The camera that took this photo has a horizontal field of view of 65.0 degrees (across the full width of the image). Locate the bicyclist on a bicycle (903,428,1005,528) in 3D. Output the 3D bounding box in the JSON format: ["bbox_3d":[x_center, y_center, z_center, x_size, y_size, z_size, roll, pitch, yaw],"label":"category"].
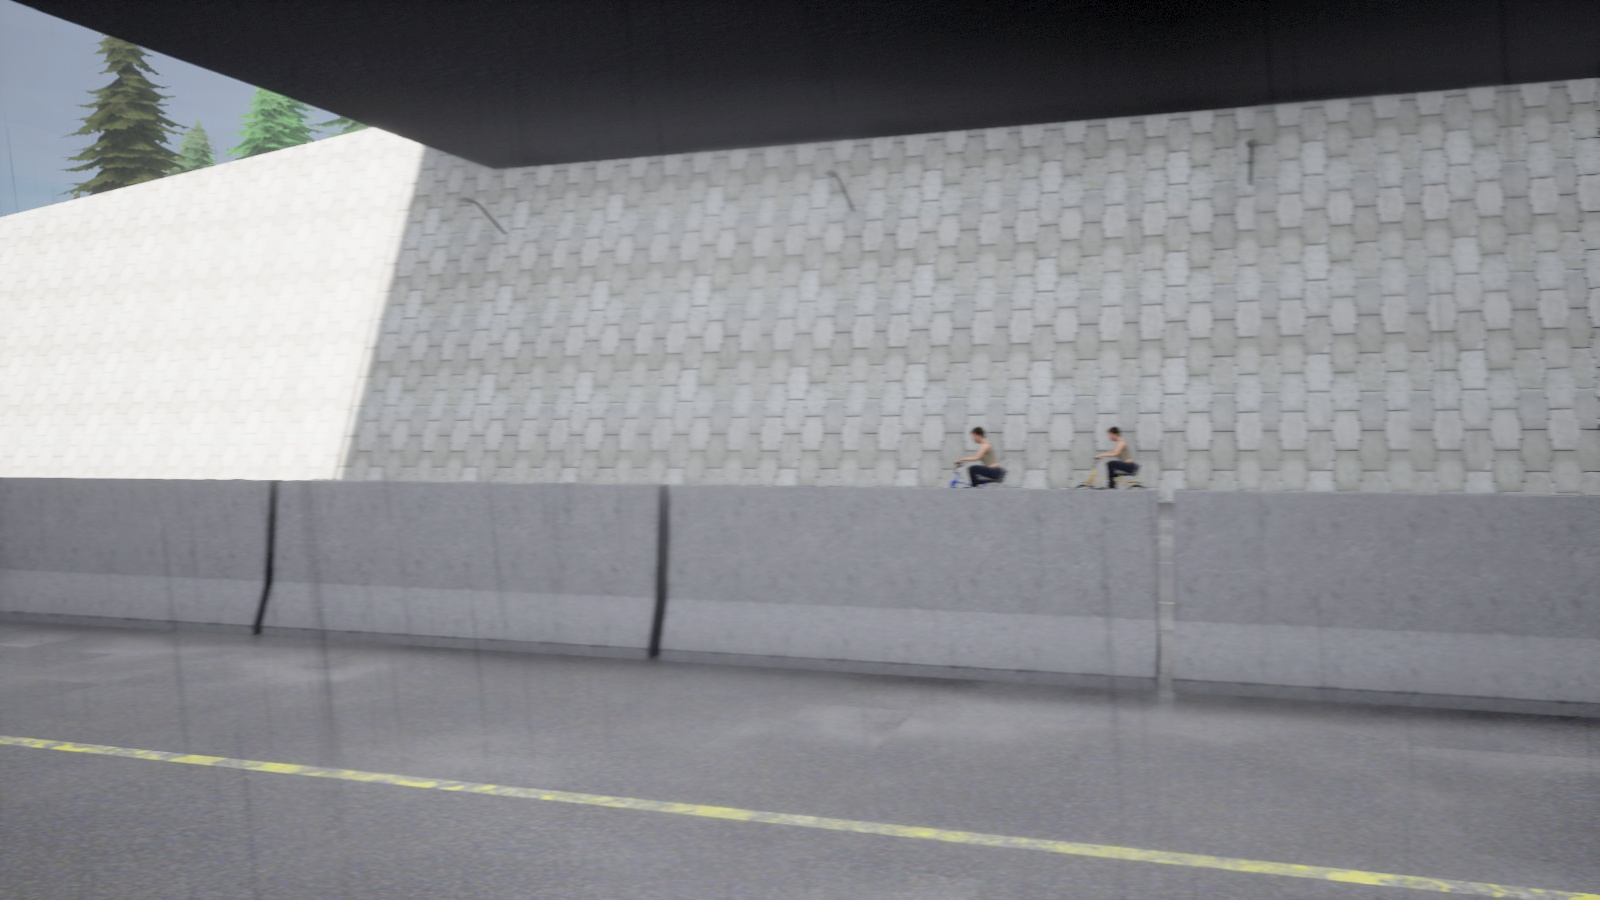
[{"bbox_3d":[2.557,0.441,20.792,1.509,1.612,0.866,1,1,19],"label":"bicyclist on a bicycle"}]

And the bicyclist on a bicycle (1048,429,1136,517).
[{"bbox_3d":[5.475,0.409,23.501,1.509,1.612,0.866,1,1,19],"label":"bicyclist on a bicycle"}]
